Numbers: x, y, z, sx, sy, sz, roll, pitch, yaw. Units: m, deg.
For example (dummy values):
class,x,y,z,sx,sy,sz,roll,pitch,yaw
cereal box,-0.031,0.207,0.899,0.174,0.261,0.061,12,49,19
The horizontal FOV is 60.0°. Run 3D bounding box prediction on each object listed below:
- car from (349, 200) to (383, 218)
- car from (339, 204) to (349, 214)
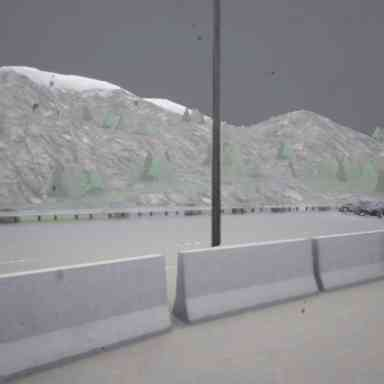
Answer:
class,x,y,z,sx,sy,sz,roll,pitch,yaw
car,16.967,1.516,29.568,5.357,1.411,2.033,0,0,-25
car,16.827,1.525,33.304,4.181,1.385,1.994,0,0,-24
